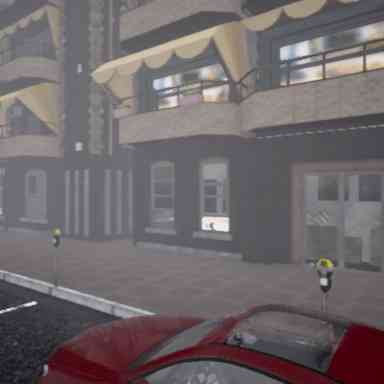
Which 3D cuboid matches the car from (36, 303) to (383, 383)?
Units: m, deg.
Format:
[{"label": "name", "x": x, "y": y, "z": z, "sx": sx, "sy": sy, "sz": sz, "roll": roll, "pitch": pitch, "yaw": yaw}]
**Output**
[{"label": "car", "x": 0.516, "y": 1.581, "z": 2.507, "sx": 4.206, "sy": 1.307, "sz": 1.802, "roll": 0, "pitch": 0, "yaw": 35}]
